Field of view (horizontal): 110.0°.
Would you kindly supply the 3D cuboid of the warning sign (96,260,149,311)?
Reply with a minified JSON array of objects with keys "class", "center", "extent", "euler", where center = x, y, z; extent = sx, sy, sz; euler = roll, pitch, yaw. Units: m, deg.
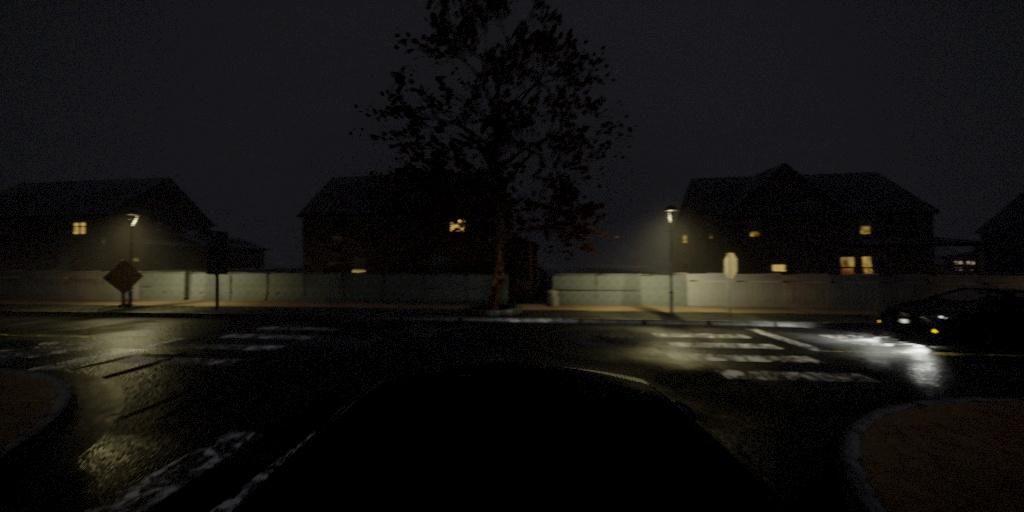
[{"class":"warning sign","center":[-14.768,1.069,13.626],"extent":[1.060,1.860,1.300],"euler":[0,0,4]}]

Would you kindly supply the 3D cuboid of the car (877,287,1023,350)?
[{"class":"car","center":[12.219,1.517,9.199],"extent":[4.181,1.385,1.994],"euler":[0,-1,5]}]
